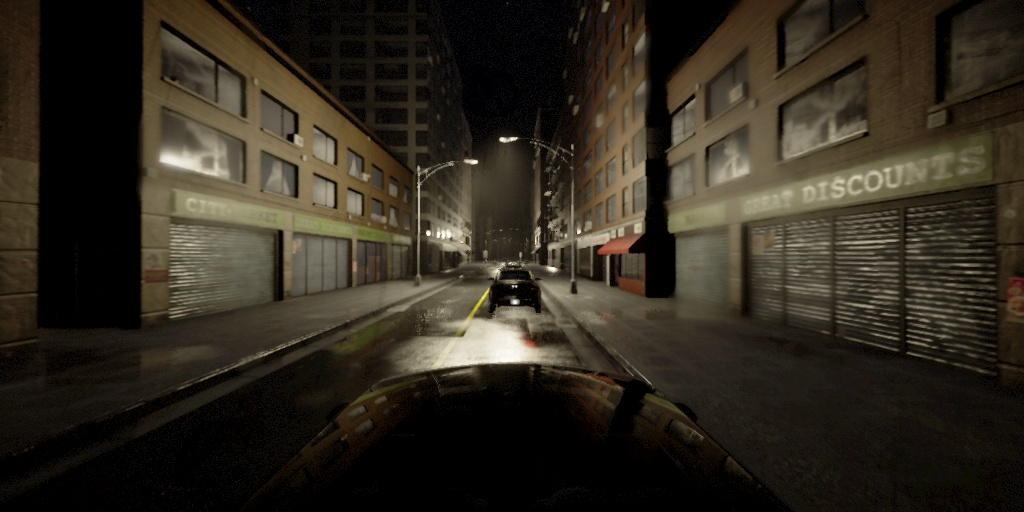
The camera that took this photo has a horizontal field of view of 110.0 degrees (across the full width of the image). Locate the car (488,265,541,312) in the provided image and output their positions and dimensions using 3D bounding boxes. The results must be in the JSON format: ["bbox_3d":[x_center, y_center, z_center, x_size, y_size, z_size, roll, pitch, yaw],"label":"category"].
[{"bbox_3d":[0.101,1.256,14.205,1.837,1.490,4.892,0,0,0],"label":"car"}]

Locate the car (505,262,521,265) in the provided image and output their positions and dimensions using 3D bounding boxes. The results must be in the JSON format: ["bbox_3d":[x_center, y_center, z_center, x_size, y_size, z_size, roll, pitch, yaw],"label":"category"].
[{"bbox_3d":[0.104,1.247,32.388,2.128,1.511,4.902,0,0,0],"label":"car"}]
